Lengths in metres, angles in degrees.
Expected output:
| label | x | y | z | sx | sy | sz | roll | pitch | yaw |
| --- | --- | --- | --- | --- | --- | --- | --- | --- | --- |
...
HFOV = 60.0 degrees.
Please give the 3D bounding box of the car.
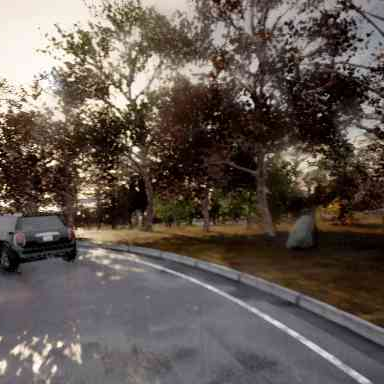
| label | x | y | z | sx | sy | sz | roll | pitch | yaw |
| --- | --- | --- | --- | --- | --- | --- | --- | --- | --- |
| car | -5.944 | 1.510 | 11.596 | 4.553 | 1.767 | 2.097 | -3 | -1 | 43 |
